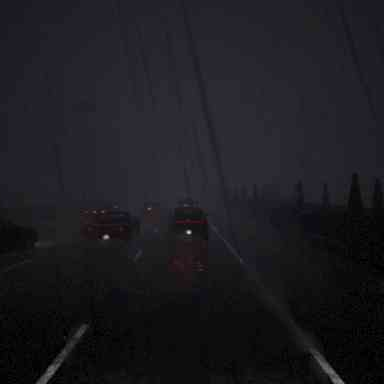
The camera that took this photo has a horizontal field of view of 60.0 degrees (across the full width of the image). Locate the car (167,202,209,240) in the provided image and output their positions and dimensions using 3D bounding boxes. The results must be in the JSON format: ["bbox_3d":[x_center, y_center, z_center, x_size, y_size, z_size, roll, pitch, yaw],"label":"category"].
[{"bbox_3d":[-0.198,1.502,16.958,1.837,1.490,4.892,0,0,-1],"label":"car"}]

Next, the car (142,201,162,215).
[{"bbox_3d":[-4.120,1.560,33.851,1.994,1.385,4.181,0,0,-1],"label":"car"}]

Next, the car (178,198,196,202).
[{"bbox_3d":[-0.599,1.347,33.046,2.097,1.767,4.553,0,0,-1],"label":"car"}]

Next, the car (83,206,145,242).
[{"bbox_3d":[-3.678,1.600,16.243,1.895,1.301,4.718,0,0,-1],"label":"car"}]

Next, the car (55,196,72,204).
[{"bbox_3d":[-22.382,1.492,58.235,2.128,1.511,4.902,0,0,-1],"label":"car"}]

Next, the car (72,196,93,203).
[{"bbox_3d":[-18.895,1.475,58.739,1.882,1.535,5.008,0,0,-1],"label":"car"}]

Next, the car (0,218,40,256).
[{"bbox_3d":[-7.058,1.548,11.049,2.033,1.411,5.357,0,0,-1],"label":"car"}]

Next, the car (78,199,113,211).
[{"bbox_3d":[-7.465,1.546,27.712,2.033,1.411,5.357,0,0,-1],"label":"car"}]

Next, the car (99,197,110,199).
[{"bbox_3d":[-15.398,1.560,58.623,1.994,1.385,4.181,0,0,-1],"label":"car"}]
